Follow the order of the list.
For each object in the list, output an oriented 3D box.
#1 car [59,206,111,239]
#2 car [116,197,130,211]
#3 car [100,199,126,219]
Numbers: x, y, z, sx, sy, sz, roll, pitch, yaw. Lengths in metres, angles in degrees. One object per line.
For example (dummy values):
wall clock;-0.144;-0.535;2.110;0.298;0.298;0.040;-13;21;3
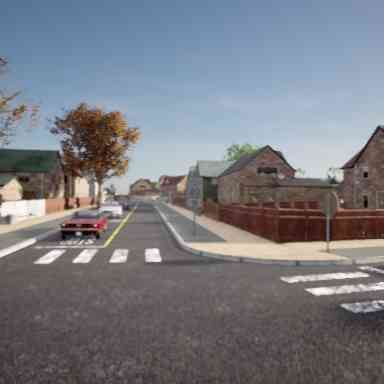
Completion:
car;-5.606;1.643;17.638;1.895;1.301;4.718;1;0;-9
car;-9.067;1.499;42.678;2.097;1.767;4.553;1;-1;-8
car;-7.433;1.620;30.641;1.812;1.442;4.674;1;0;-8
